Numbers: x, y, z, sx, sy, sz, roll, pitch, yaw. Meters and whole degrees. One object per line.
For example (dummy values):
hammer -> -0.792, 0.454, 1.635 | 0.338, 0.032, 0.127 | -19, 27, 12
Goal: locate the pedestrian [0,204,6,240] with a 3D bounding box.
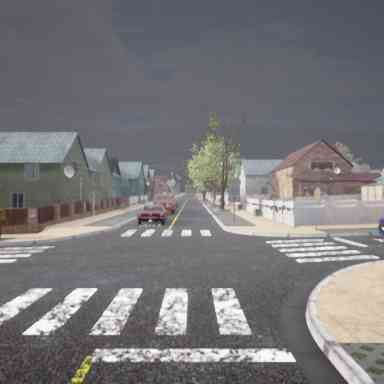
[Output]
pedestrian -> -9.679, 1.452, 16.681 | 0.375, 1.860, 0.375 | 0, 0, 0

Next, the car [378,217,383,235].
car -> 10.421, 1.181, 13.838 | 5.008, 1.535, 1.882 | -2, -1, -2

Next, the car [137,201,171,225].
car -> -2.798, 1.589, 24.156 | 1.895, 1.301, 4.718 | 0, 0, -1

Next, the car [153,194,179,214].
car -> -2.825, 1.203, 34.880 | 2.150, 2.045, 5.566 | 0, 0, 0
